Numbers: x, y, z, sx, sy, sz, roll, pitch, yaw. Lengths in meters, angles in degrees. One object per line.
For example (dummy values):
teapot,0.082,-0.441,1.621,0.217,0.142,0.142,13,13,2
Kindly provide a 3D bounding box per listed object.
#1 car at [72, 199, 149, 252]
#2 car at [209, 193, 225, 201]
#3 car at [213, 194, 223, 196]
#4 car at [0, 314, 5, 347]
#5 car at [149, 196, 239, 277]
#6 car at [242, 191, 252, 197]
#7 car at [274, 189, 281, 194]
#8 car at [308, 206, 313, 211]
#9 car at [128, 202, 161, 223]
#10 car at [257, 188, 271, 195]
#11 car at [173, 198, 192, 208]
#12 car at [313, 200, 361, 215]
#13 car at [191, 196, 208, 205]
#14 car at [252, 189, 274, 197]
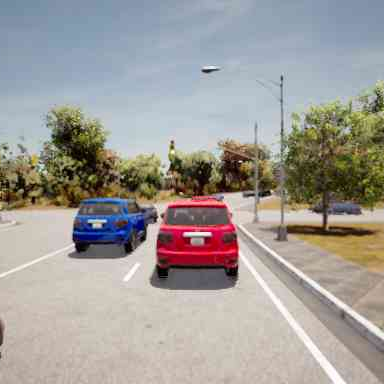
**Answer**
car,-3.274,1.298,14.298,2.150,2.045,5.566,0,-1,1
car,5.577,1.176,74.112,1.812,1.442,4.674,0,3,26
car,1.315,1.363,24.133,2.150,2.045,5.566,-1,0,16
car,-3.392,1.537,2.471,1.812,1.442,4.674,0,0,0
car,0.161,1.274,10.510,2.150,2.045,5.566,0,-1,1
car,14.157,0.520,82.561,2.128,1.511,4.902,0,3,33
car,23.429,-0.211,90.027,1.812,1.442,4.674,0,3,38
car,16.217,1.684,39.089,4.892,1.490,1.837,-1,0,3
car,-4.146,1.659,28.047,2.128,1.511,4.902,0,0,-16
car,19.828,-0.178,91.046,1.812,1.442,4.674,0,3,38
car,-1.581,1.834,55.218,1.994,1.385,4.181,0,1,16
car,15.692,1.726,35.613,4.181,1.385,1.994,-1,0,3
car,1.556,1.593,64.729,1.812,1.442,4.674,0,2,21
car,17.474,0.175,81.281,2.150,2.045,5.566,0,3,33
